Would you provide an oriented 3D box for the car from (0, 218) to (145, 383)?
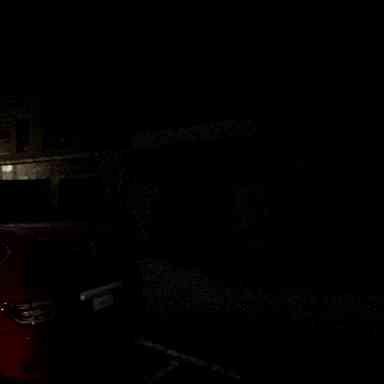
[{"bbox_3d":[-2.954,1.341,5.167,5.009,1.841,2.192,0,0,35],"label":"car"}]
